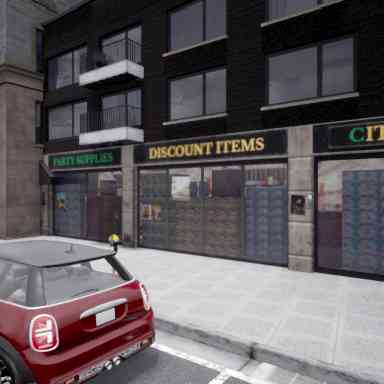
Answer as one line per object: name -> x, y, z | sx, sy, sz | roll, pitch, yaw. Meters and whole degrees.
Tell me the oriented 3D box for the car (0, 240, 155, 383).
car -> -2.559, 1.440, 4.905 | 4.097, 1.590, 1.967 | 0, 0, 36
